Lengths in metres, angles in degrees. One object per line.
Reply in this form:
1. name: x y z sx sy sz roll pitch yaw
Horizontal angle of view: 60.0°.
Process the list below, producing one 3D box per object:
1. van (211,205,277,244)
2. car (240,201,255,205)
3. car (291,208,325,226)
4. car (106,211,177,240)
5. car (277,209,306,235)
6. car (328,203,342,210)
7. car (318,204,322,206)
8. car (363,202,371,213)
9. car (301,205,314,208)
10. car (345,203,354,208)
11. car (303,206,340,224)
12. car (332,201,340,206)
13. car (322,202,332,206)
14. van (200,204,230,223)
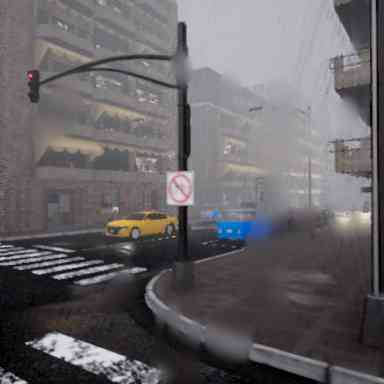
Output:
1. van: 2.953 1.773 18.256 1.690 1.788 3.998 -2 -2 35
2. car: 5.762 1.940 32.421 2.150 2.045 5.566 0 0 35
3. car: 9.229 2.229 27.382 1.802 1.307 4.206 -2 -2 35
4. car: -2.929 1.914 20.173 1.882 1.535 5.008 0 -1 35
5. car: 6.024 2.106 22.865 1.947 1.339 4.313 -2 -2 35
6. car: 31.247 3.210 72.825 1.887 1.381 4.507 -2 -2 35
7. car: 16.871 2.628 47.901 1.812 1.442 4.674 0 -2 35
8. car: 31.697 2.711 58.990 2.192 1.841 5.009 -2 -2 35
9. car: 10.735 2.348 33.894 1.994 1.385 4.181 0 -1 35
10. car: 40.767 3.504 86.239 1.752 1.417 4.829 -2 -2 35
11. car: 12.436 2.305 31.900 2.008 1.369 4.403 -2 -2 35
12. car: 28.038 2.874 68.314 2.192 1.841 5.009 -2 -2 35
13. car: 24.835 3.034 63.789 1.802 1.307 4.206 -2 -2 35
14. van: 2.389 2.045 32.176 1.690 1.788 3.998 -2 -2 35
